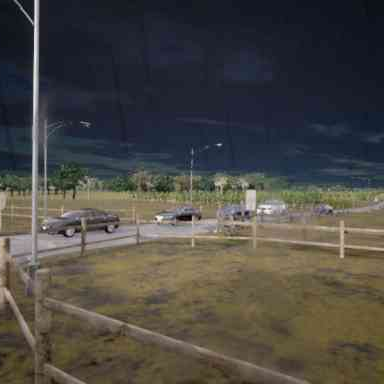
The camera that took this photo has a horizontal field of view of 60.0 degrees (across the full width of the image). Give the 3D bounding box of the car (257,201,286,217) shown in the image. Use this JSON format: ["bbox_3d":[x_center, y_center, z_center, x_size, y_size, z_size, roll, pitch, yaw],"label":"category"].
[{"bbox_3d":[10.620,2.171,44.074,2.150,2.045,5.566,1,-1,36],"label":"car"}]

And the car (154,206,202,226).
[{"bbox_3d":[-1.083,1.941,27.489,2.128,1.511,4.902,1,-1,35],"label":"car"}]

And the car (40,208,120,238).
[{"bbox_3d":[-6.497,1.751,19.777,1.837,1.490,4.892,1,-1,35],"label":"car"}]

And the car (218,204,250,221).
[{"bbox_3d":[4.545,2.032,35.496,2.097,1.767,4.553,1,-1,35],"label":"car"}]

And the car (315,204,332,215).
[{"bbox_3d":[21.989,2.783,55.229,2.097,1.767,4.553,1,-1,35],"label":"car"}]
